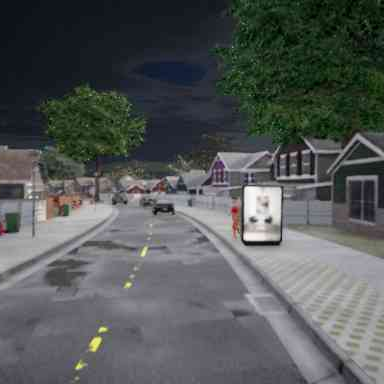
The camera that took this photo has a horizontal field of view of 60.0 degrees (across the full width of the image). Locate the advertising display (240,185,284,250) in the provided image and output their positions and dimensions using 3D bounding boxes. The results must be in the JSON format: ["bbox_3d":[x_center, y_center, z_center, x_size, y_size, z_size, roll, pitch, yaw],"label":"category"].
[{"bbox_3d":[2.647,0.958,12.627,1.540,2.440,0.280,1,1,-4],"label":"advertising display"}]

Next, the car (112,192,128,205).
[{"bbox_3d":[-11.921,1.099,55.006,2.150,2.045,5.566,0,0,-18],"label":"car"}]

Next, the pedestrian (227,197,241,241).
[{"bbox_3d":[1.785,1.070,13.730,0.375,1.860,0.375,-1,2,-14],"label":"pedestrian"}]

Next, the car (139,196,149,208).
[{"bbox_3d":[-6.270,1.366,46.922,1.837,1.490,4.892,0,0,-17],"label":"car"}]

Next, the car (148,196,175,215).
[{"bbox_3d":[-2.874,1.355,32.171,1.882,1.535,5.008,0,0,-11],"label":"car"}]
